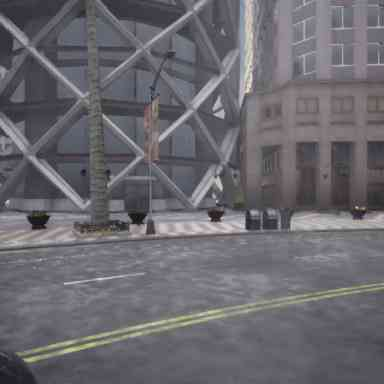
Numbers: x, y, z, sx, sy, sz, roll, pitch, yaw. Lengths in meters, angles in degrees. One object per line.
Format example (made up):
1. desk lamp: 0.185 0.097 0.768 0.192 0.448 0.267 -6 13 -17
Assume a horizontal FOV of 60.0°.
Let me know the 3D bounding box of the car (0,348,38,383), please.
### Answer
1. car: -3.171 1.504 1.271 4.892 1.490 1.837 0 0 -38
